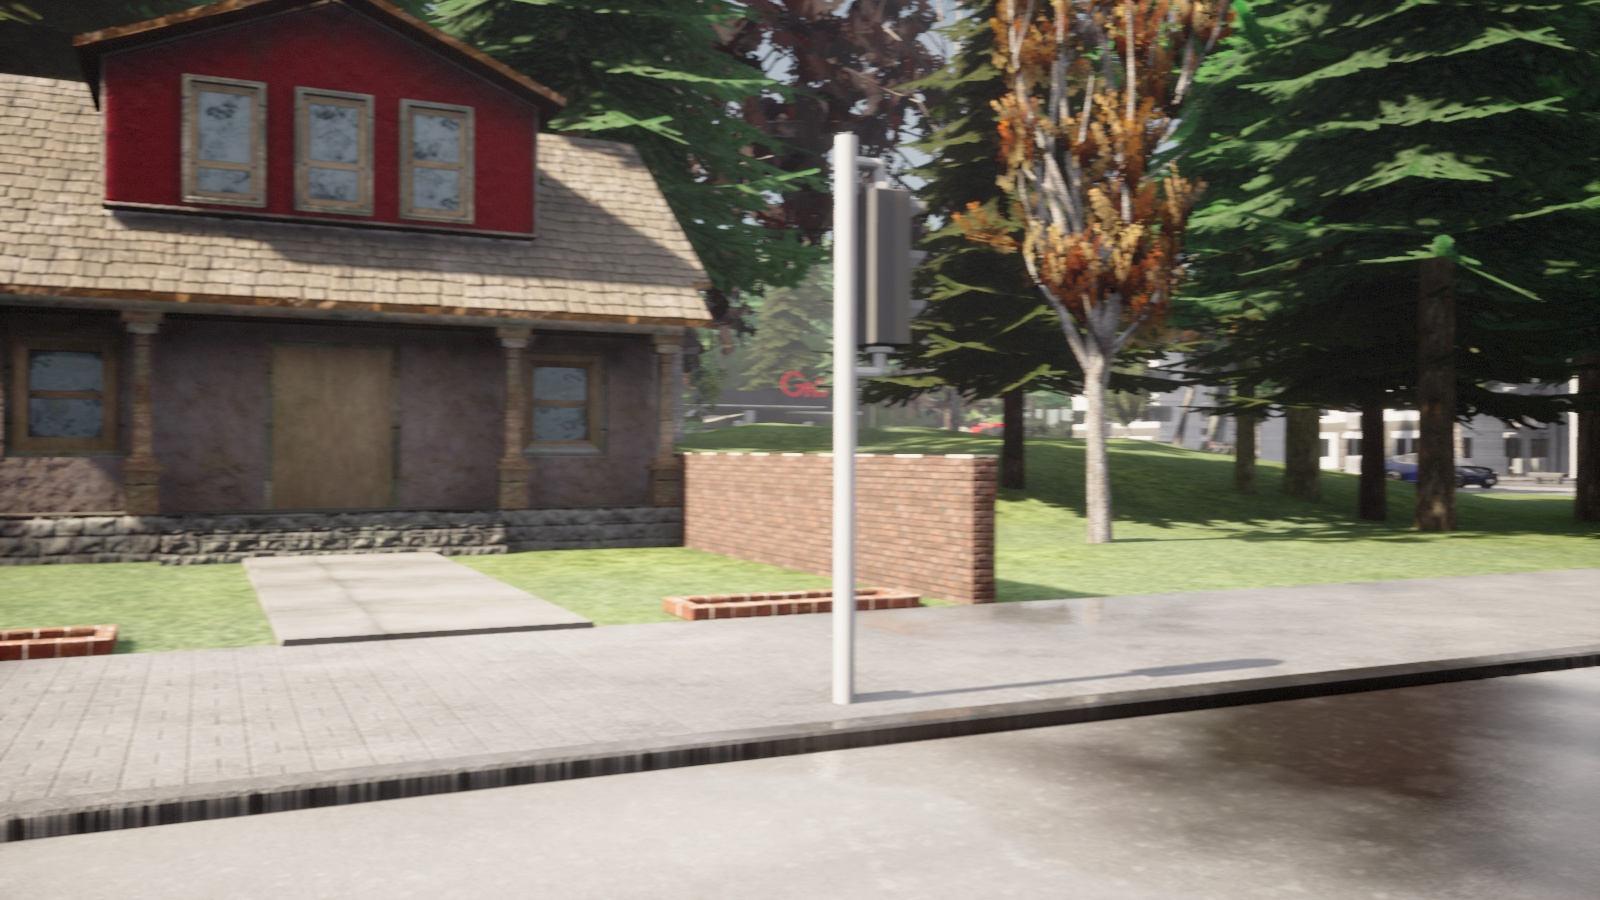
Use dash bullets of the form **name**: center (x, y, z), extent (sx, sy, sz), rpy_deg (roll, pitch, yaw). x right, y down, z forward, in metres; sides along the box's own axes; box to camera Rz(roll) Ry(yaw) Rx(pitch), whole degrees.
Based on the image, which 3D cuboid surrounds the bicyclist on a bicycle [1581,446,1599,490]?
- **bicyclist on a bicycle**: center (29.821, 0.676, 46.323), extent (0.866, 1.612, 1.509), rpy_deg (0, 0, -25)

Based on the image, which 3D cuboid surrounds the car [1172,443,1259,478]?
- **car**: center (23.079, 0.574, 69.865), extent (1.932, 1.855, 4.605), rpy_deg (0, 0, -25)

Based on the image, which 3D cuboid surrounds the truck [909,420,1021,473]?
- **truck**: center (11.165, -0.203, 85.675), extent (2.891, 3.462, 7.936), rpy_deg (0, 0, -37)

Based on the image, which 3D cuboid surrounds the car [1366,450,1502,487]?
- **car**: center (26.665, 0.746, 52.963), extent (2.163, 1.488, 4.792), rpy_deg (0, 0, -25)
